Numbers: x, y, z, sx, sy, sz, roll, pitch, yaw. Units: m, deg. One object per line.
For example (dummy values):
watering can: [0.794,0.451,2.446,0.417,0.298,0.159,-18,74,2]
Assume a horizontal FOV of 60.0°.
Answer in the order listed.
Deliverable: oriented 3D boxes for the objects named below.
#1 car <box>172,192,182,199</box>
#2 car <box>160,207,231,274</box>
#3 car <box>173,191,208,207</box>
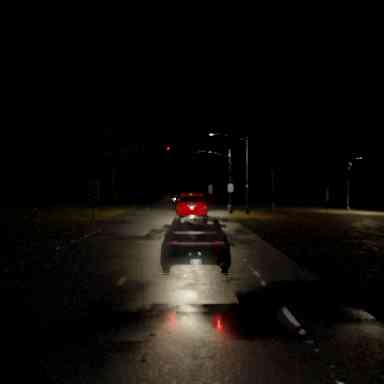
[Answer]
car: [-3.530,0.744,80.333,2.128,1.511,4.902,0,1,0]
car: [0.096,1.457,10.449,2.128,1.511,4.902,0,0,0]
car: [-0.008,1.098,23.884,2.150,2.045,5.566,0,0,0]
